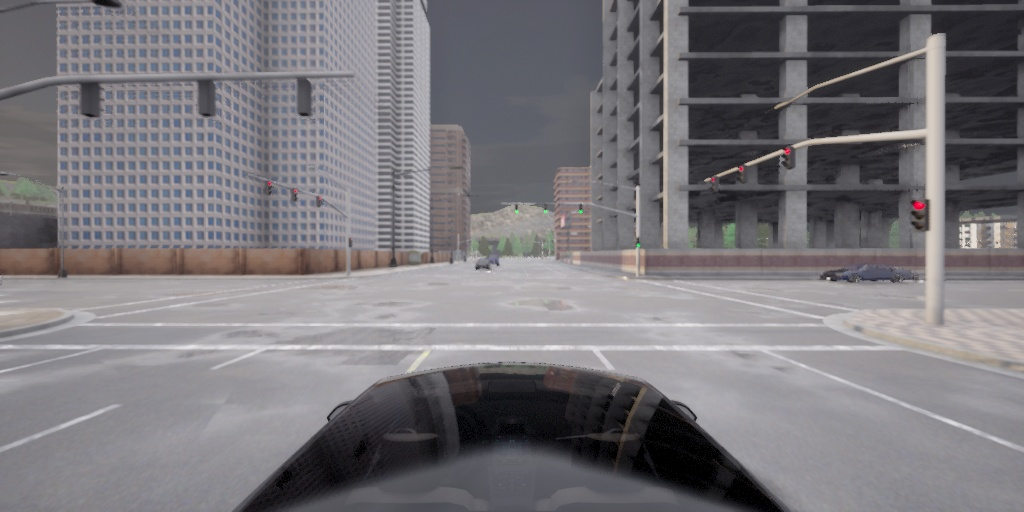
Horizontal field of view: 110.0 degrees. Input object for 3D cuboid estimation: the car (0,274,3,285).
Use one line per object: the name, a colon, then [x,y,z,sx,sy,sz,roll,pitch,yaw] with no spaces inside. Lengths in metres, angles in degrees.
car: [-30.412,0.913,18.678,5.566,2.045,2.150,0,0,0]

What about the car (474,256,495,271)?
car: [-3.666,1.100,46.069,1.837,1.490,4.892,0,0,1]

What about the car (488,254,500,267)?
car: [-3.357,0.758,62.312,2.150,2.045,5.566,0,0,1]

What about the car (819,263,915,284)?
car: [25.191,1.213,25.520,5.357,1.411,2.033,0,0,0]
